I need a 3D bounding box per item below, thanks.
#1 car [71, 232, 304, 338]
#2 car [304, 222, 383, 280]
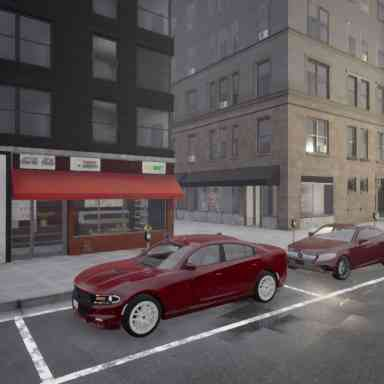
[{"bbox_3d":[-0.029,1.545,6.617,4.507,1.381,1.887,0,0,-35],"label":"car"},{"bbox_3d":[4.497,1.577,9.832,4.206,1.307,1.802,0,0,-35],"label":"car"}]
